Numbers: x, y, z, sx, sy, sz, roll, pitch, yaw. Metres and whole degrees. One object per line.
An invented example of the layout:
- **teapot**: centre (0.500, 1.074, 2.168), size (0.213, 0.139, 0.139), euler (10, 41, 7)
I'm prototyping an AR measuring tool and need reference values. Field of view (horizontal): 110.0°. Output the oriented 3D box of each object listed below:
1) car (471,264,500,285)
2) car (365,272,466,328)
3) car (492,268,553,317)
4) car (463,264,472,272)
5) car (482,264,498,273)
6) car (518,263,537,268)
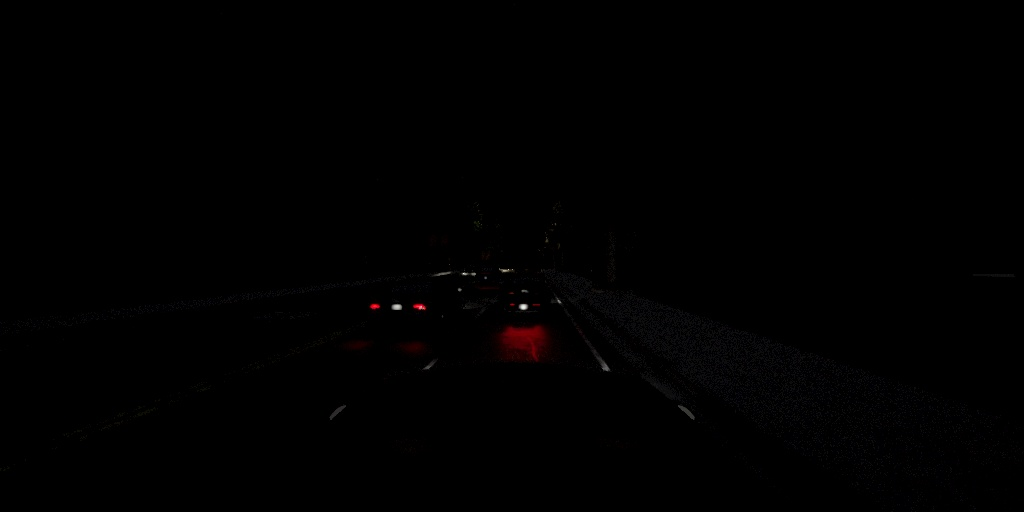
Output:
- **car**: centre (-1.898, 1.579, 30.305), size (1.882, 1.535, 5.008), euler (0, 0, 3)
- **car**: centre (-2.868, 1.415, 11.886), size (2.033, 1.411, 5.357), euler (0, -1, 4)
- **car**: centre (0.509, 1.396, 13.923), size (1.837, 1.490, 4.892), euler (0, 0, 3)
- **car**: centre (-6.963, 2.038, 60.533), size (1.882, 1.535, 5.008), euler (0, -1, 3)
- **car**: centre (-3.710, 2.104, 60.393), size (2.033, 1.411, 5.357), euler (0, -1, 4)
- **car**: centre (1.272, 1.432, 28.846), size (2.097, 1.767, 4.553), euler (0, -1, 3)
